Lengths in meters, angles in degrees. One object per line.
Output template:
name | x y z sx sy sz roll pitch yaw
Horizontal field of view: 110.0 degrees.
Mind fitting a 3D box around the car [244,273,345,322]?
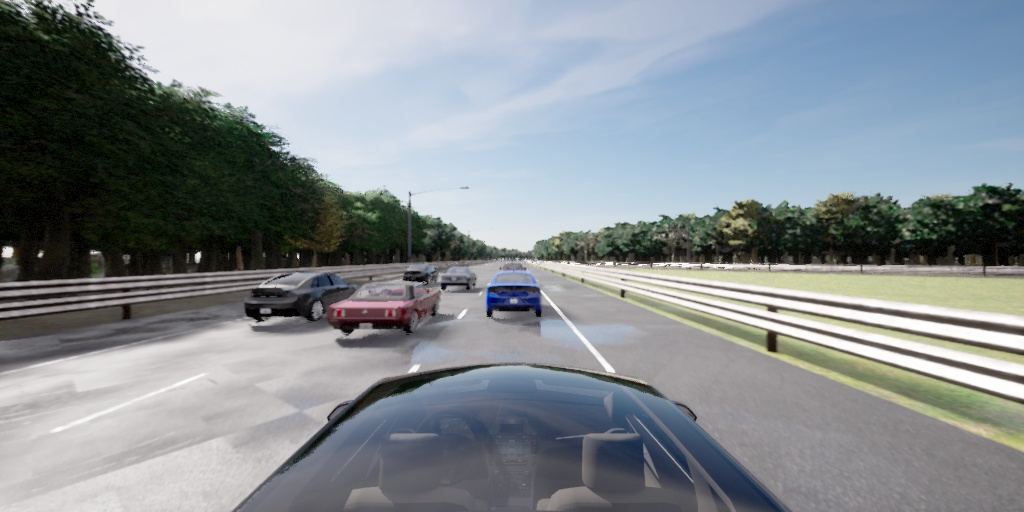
car | -6.932 1.315 12.528 1.837 1.490 4.892 0 0 0

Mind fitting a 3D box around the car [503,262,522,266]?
car | 0.065 1.250 27.380 2.097 1.767 4.553 0 0 0

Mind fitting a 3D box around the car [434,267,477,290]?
car | -3.459 1.425 23.936 2.033 1.411 5.357 0 0 0

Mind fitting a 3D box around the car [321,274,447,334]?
car | -3.443 1.400 10.727 1.895 1.301 4.718 0 0 0

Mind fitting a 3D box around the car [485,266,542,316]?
car | 0.072 1.295 13.649 1.882 1.535 5.008 0 -1 0

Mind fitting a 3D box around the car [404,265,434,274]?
car | -6.933 1.407 27.726 1.837 1.490 4.892 0 0 0
